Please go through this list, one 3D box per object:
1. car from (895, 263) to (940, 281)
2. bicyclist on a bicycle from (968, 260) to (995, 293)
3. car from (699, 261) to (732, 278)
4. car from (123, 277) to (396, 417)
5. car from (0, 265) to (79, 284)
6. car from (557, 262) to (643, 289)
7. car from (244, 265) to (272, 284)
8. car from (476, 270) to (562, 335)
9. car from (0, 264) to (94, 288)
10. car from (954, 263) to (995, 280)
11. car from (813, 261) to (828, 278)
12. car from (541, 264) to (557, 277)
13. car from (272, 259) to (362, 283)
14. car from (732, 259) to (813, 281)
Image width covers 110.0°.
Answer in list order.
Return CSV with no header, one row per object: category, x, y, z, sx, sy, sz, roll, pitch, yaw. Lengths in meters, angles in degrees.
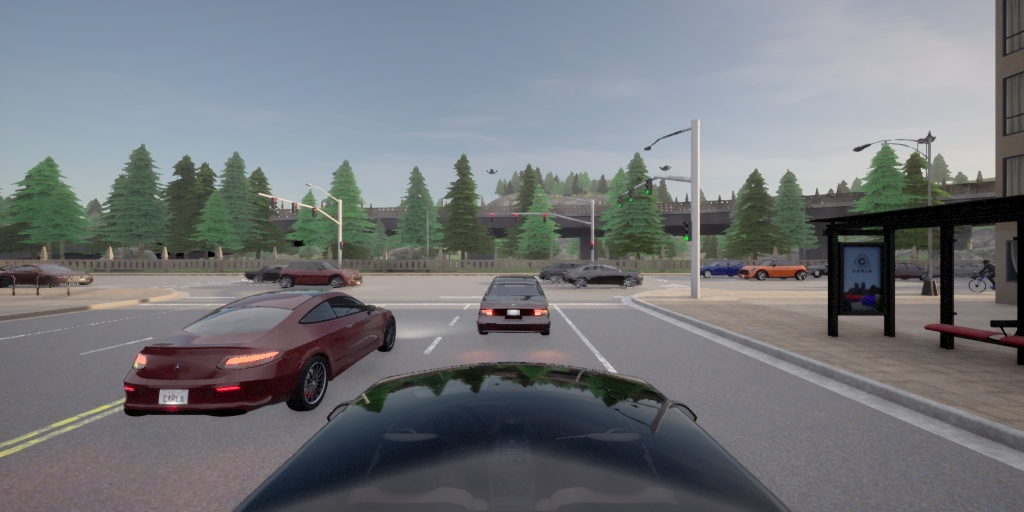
car,30.554,1.242,28.534,5.357,1.411,2.033,0,0,6
bicyclist on a bicycle,22.755,0.995,17.060,0.582,1.620,1.656,0,0,1
car,18.905,1.172,32.527,5.008,1.535,1.882,0,0,1
car,-3.447,1.276,5.969,1.812,1.442,4.674,0,0,0
car,-34.877,1.295,25.958,4.718,1.301,1.895,0,0,0
car,5.487,1.198,22.038,4.902,1.511,2.128,-1,0,1
car,-16.267,1.296,25.796,4.718,1.301,1.895,0,0,1
car,0.087,1.297,10.464,2.033,1.411,5.357,0,0,1
car,-29.175,1.220,22.415,4.674,1.442,1.812,0,0,1
car,38.074,1.258,30.464,4.181,1.385,1.994,0,0,17
car,28.286,1.186,32.146,4.902,1.511,2.128,0,0,4
car,4.417,1.202,25.551,4.892,1.490,1.837,0,0,1
car,-11.762,1.079,22.235,4.553,1.767,2.097,0,0,1
car,20.951,1.046,28.973,4.553,1.767,2.097,0,0,2
